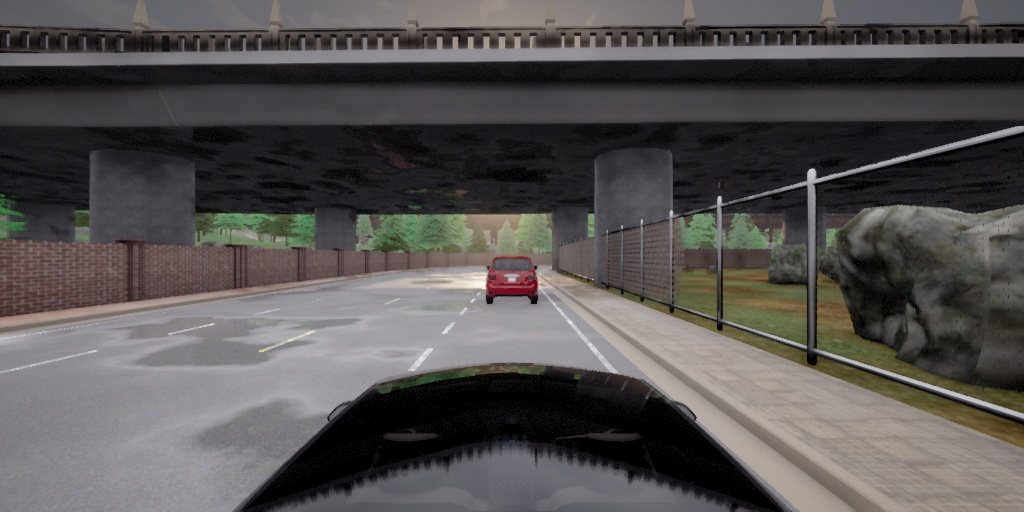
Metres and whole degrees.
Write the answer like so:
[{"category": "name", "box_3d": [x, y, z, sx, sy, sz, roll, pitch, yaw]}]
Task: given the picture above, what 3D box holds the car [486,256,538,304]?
[{"category": "car", "box_3d": [0.000, 1.008, 16.497, 2.150, 2.045, 5.566, 0, 0, 0]}]
